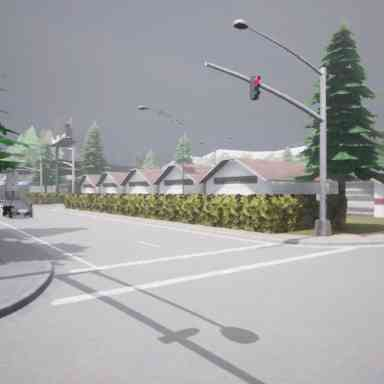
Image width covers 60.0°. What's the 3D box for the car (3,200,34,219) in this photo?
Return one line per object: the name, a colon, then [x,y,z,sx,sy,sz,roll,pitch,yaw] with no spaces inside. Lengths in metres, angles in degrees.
car: [-15.345,1.452,29.286,2.128,1.511,4.902,0,0,-37]
